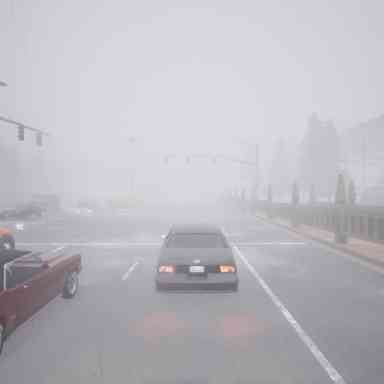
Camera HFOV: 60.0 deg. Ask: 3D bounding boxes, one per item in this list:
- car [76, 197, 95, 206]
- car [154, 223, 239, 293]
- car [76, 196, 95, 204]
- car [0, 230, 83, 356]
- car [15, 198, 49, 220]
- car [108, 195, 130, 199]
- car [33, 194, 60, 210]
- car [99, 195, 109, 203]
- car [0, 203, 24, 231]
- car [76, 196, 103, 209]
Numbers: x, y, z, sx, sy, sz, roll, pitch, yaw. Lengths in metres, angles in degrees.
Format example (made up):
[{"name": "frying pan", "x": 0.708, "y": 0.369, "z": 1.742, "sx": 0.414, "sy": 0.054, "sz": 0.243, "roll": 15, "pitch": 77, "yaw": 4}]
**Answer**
[{"name": "car", "x": -17.631, "y": 1.526, "z": 55.251, "sx": 1.812, "sy": 1.442, "sz": 4.674, "roll": 0, "pitch": 0, "yaw": 0}, {"name": "car", "x": 0.091, "y": 1.547, "z": 8.974, "sx": 2.033, "sy": 1.411, "sz": 5.357, "roll": 0, "pitch": 0, "yaw": 0}, {"name": "car", "x": -21.065, "y": 1.548, "z": 65.890, "sx": 2.033, "sy": 1.411, "sz": 5.357, "roll": 0, "pitch": 0, "yaw": 0}, {"name": "car", "x": -3.405, "y": 1.601, "z": 5.519, "sx": 1.895, "sy": 1.301, "sz": 4.718, "roll": 0, "pitch": 0, "yaw": 0}, {"name": "car", "x": -14.128, "y": 1.526, "z": 27.799, "sx": 1.812, "sy": 1.442, "sz": 4.674, "roll": 0, "pitch": 0, "yaw": 0}, {"name": "car", "x": -14.080, "y": 1.548, "z": 64.523, "sx": 2.033, "sy": 1.411, "sz": 5.357, "roll": 0, "pitch": 0, "yaw": 0}, {"name": "car", "x": -17.639, "y": 1.223, "z": 39.677, "sx": 2.150, "sy": 2.045, "sz": 5.566, "roll": 0, "pitch": 0, "yaw": 0}, {"name": "car", "x": -17.568, "y": 1.478, "z": 70.393, "sx": 1.882, "sy": 1.535, "sz": 5.008, "roll": 0, "pitch": 0, "yaw": 0}, {"name": "car", "x": -6.909, "y": 1.352, "z": 9.183, "sx": 2.097, "sy": 1.767, "sz": 4.553, "roll": 0, "pitch": 0, "yaw": 0}, {"name": "car", "x": -14.143, "y": 1.601, "z": 45.432, "sx": 1.895, "sy": 1.301, "sz": 4.718, "roll": 0, "pitch": 0, "yaw": 0}]
